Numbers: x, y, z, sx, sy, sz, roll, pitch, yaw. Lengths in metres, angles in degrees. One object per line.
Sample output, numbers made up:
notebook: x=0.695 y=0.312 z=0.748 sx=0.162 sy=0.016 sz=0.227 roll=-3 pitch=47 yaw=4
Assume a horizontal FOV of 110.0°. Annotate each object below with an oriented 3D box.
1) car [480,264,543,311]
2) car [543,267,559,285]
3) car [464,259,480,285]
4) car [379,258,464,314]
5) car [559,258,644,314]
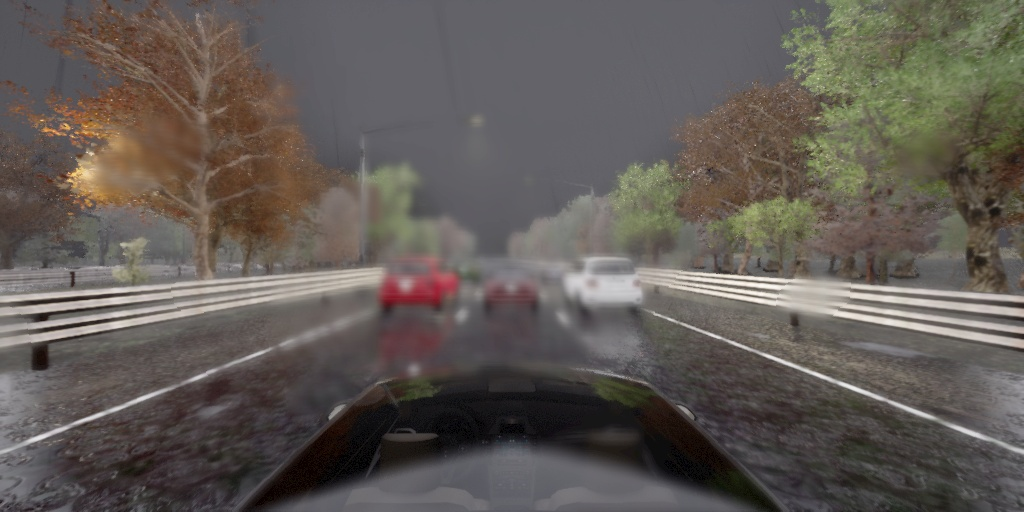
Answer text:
car: x=-0.014 y=1.239 z=15.389 sx=2.097 sy=1.767 sz=4.553 roll=0 pitch=-1 yaw=0
car: x=3.366 y=1.574 z=29.543 sx=2.033 sy=1.411 sz=5.357 roll=0 pitch=-1 yaw=0
car: x=-3.634 y=1.251 z=29.555 sx=2.150 sy=2.045 sz=5.566 roll=0 pitch=0 yaw=0
car: x=-3.519 y=1.104 z=14.540 sx=2.150 sy=2.045 sz=5.566 roll=0 pitch=0 yaw=0
car: x=3.481 y=1.105 z=14.567 sx=2.150 sy=2.045 sz=5.566 roll=0 pitch=0 yaw=0
